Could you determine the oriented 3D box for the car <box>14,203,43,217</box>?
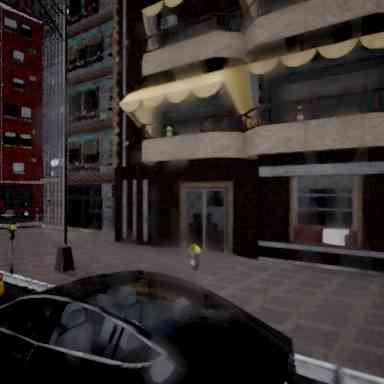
[{"bbox_3d":[-17.393,1.948,36.925,1.887,1.381,4.507,-1,-2,35],"label":"car"}]

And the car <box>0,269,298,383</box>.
[{"bbox_3d":[-1.056,1.567,3.628,4.313,1.339,1.947,0,0,36],"label":"car"}]

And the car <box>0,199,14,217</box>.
[{"bbox_3d":[-20.686,1.616,32.284,2.192,1.841,5.009,-1,-2,35],"label":"car"}]
